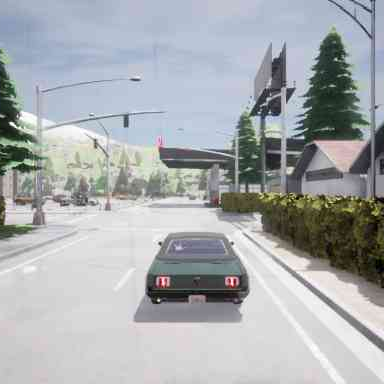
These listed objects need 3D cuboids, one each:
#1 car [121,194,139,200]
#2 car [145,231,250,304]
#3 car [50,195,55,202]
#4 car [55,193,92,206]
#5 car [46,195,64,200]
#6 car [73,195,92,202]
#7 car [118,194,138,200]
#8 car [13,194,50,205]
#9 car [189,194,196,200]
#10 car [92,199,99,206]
[{"bbox_3d":[-16.438,1.339,87.987,4.514,1.523,2.007,0,0,0],"label":"car"},{"bbox_3d":[0.101,1.601,8.075,1.895,1.301,4.718,0,0,0],"label":"car"},{"bbox_3d":[-23.974,1.298,62.973,4.514,1.523,2.007,0,0,0],"label":"car"},{"bbox_3d":[-16.737,1.077,47.266,3.866,1.878,1.905,0,0,0],"label":"car"},{"bbox_3d":[-35.036,1.384,84.902,3.806,1.475,1.970,0,0,0],"label":"car"},{"bbox_3d":[-23.983,1.320,72.966,3.633,1.501,1.845,0,0,0],"label":"car"},{"bbox_3d":[-16.370,1.330,84.851,5.027,1.636,2.152,0,0,0],"label":"car"},{"bbox_3d":[-24.622,1.097,50.513,4.605,1.855,1.932,0,0,0],"label":"car"},{"bbox_3d":[0.075,1.540,91.005,2.033,1.411,5.357,0,0,0],"label":"car"},{"bbox_3d":[-16.143,1.361,50.594,3.806,1.475,1.970,0,0,0],"label":"car"}]
